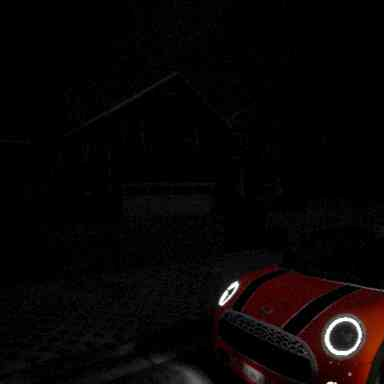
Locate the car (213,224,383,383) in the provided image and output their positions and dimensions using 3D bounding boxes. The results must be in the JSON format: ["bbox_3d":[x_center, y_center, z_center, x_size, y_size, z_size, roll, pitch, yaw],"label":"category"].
[{"bbox_3d":[2.477,1.324,4.810,4.553,1.767,2.097,0,0,-35],"label":"car"}]
